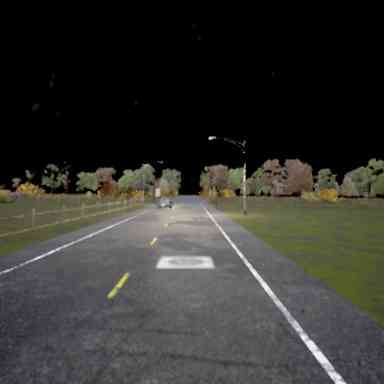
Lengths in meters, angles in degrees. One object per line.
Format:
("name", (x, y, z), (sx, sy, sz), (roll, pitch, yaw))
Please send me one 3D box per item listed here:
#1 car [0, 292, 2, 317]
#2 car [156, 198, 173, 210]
("car", (-3.601, 1.222, 2.149), (2.150, 2.045, 5.566), (0, 0, 0))
("car", (-3.603, 1.510, 44.184), (2.128, 1.511, 4.902), (0, 0, 0))
